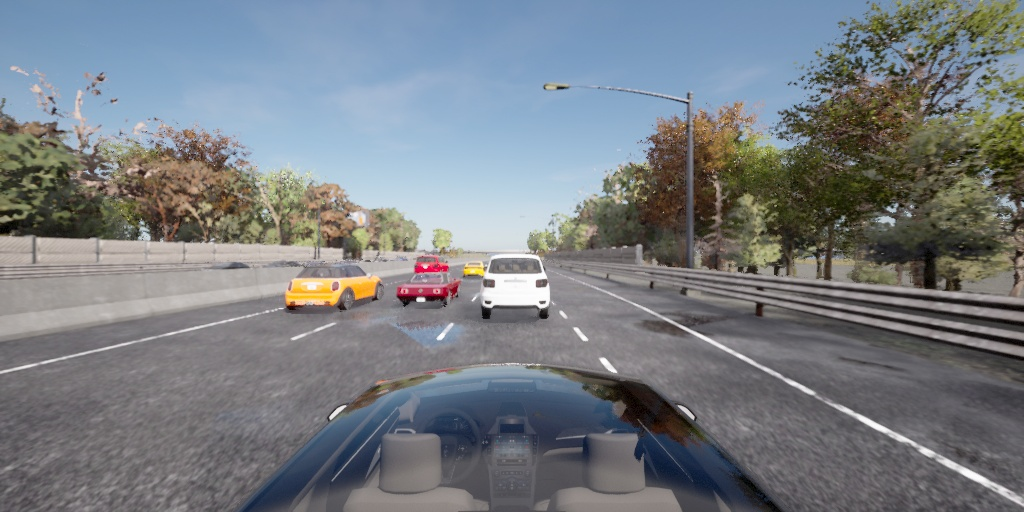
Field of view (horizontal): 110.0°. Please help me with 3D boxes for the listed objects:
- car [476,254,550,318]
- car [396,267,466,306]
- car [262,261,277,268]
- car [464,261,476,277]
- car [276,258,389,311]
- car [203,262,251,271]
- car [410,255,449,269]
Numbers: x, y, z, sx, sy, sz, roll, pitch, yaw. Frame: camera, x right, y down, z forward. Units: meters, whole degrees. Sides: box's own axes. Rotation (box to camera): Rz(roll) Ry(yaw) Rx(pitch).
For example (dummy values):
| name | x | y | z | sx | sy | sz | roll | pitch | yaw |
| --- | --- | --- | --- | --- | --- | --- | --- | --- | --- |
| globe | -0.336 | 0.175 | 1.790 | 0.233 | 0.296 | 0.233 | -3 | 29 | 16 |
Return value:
| name | x | y | z | sx | sy | sz | roll | pitch | yaw |
| --- | --- | --- | --- | --- | --- | --- | --- | --- | --- |
| car | 0.096 | 0.968 | 13.118 | 2.150 | 2.045 | 5.566 | 0 | 0 | 0 |
| car | -3.403 | 1.347 | 15.663 | 1.895 | 1.301 | 4.718 | 0 | 0 | 0 |
| car | -24.601 | 1.259 | 38.353 | 1.837 | 1.490 | 4.892 | 0 | 0 | 0 |
| car | -3.412 | 1.230 | 33.756 | 1.882 | 1.535 | 5.008 | 0 | 0 | 0 |
| car | -6.903 | 1.098 | 14.496 | 2.097 | 1.767 | 4.553 | 0 | 0 | 0 |
| car | -28.103 | 1.277 | 35.555 | 1.812 | 1.442 | 4.674 | 0 | 0 | 0 |
| car | -6.914 | 0.972 | 31.274 | 2.150 | 2.045 | 5.566 | 0 | 0 | 0 |
